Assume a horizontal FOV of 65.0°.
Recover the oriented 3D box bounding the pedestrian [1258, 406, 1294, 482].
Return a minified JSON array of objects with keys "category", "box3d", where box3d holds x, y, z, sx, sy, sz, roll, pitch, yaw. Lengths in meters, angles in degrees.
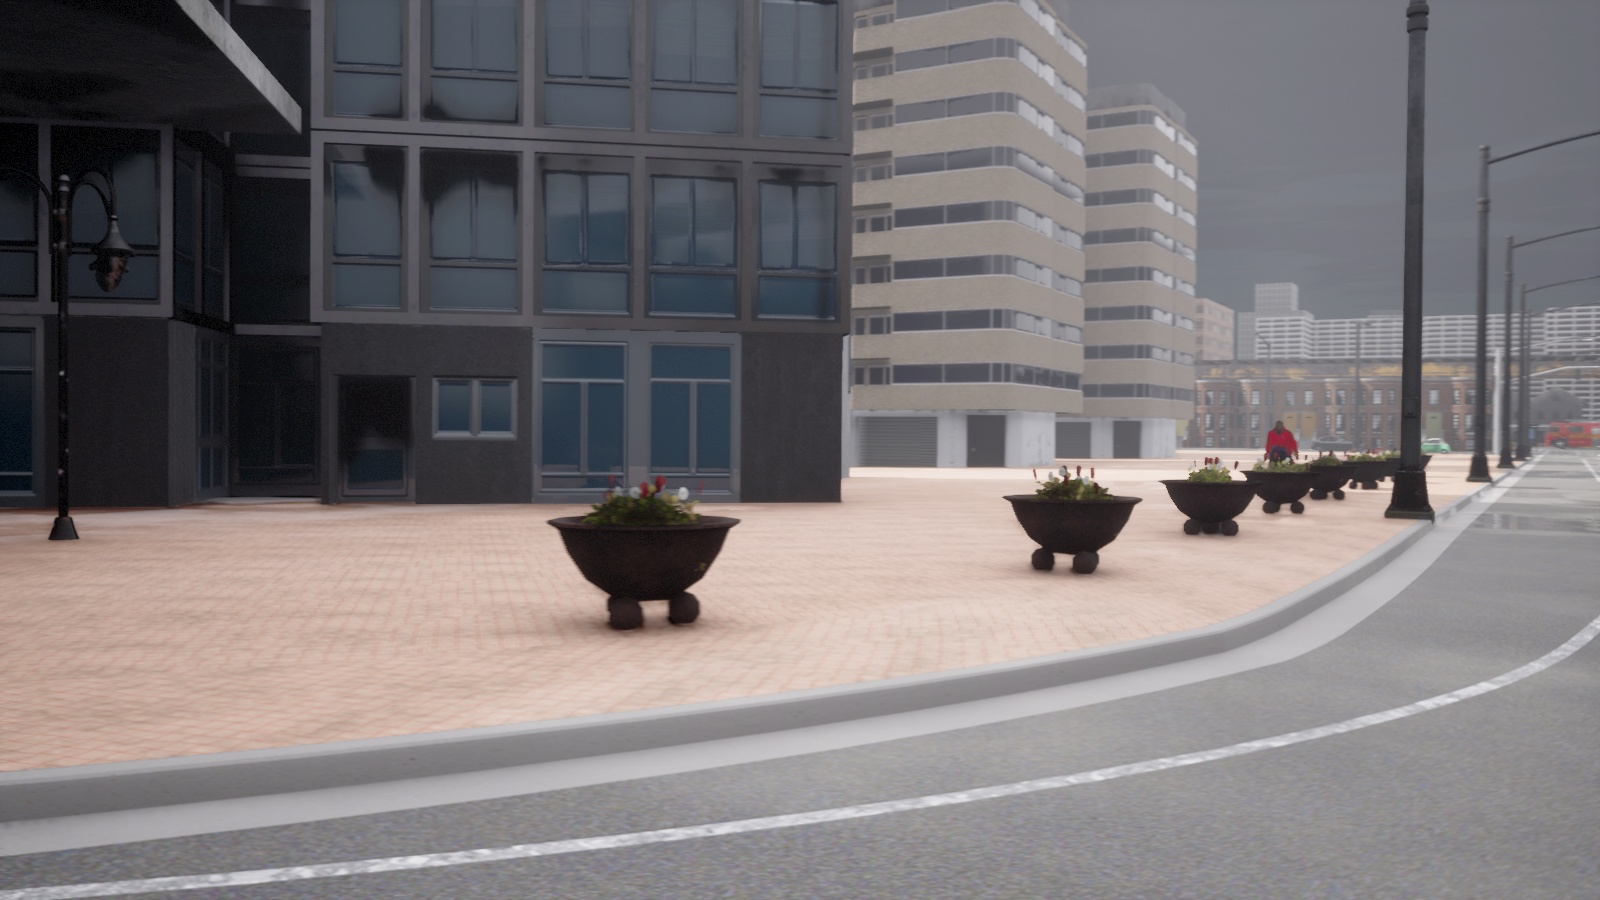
[{"category":"pedestrian","box3d":[11.775,-0.146,31.055,0.634,1.844,0.899,0,1,32]}]
